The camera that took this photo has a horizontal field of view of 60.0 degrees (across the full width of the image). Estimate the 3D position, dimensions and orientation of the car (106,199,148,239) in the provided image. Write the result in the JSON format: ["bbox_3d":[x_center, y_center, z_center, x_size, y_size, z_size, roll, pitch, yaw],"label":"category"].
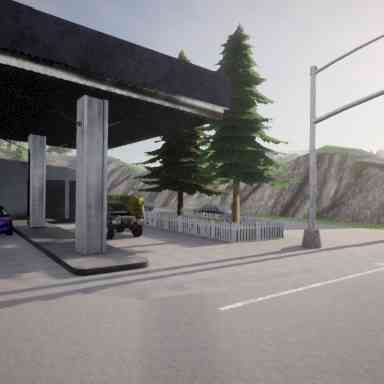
[{"bbox_3d":[-4.313,1.448,18.354,1.905,1.878,3.866,1,0,-35],"label":"car"}]

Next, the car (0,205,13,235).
[{"bbox_3d":[-11.442,1.524,18.627,2.242,1.667,4.611,1,0,-35],"label":"car"}]

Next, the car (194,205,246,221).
[{"bbox_3d":[2.190,1.775,28.159,2.033,1.411,5.357,1,0,-35],"label":"car"}]

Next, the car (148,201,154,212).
[{"bbox_3d":[-6.417,1.480,40.631,2.097,1.767,4.553,1,0,-34],"label":"car"}]
